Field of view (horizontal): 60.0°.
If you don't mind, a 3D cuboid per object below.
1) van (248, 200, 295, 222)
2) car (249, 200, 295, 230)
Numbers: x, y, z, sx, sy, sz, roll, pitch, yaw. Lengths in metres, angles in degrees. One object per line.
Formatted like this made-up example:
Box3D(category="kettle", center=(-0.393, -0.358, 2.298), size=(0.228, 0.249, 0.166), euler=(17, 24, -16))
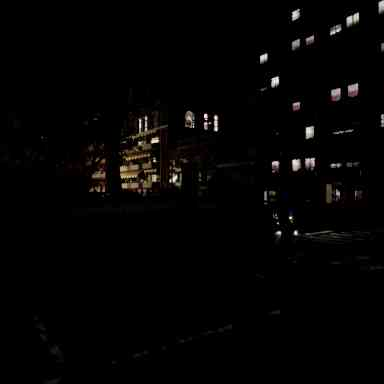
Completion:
Box3D(category="van", center=(7.155, 1.642, 30.201), size=(1.690, 1.788, 3.998), euler=(-1, 0, -36))
Box3D(category="car", center=(4.937, 1.605, 23.434), size=(2.097, 1.767, 4.553), euler=(0, -1, -36))
